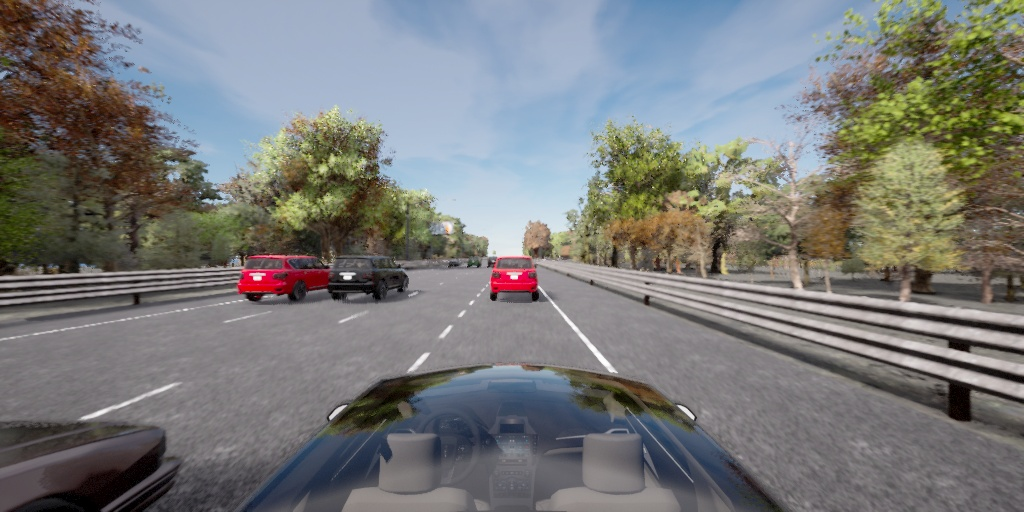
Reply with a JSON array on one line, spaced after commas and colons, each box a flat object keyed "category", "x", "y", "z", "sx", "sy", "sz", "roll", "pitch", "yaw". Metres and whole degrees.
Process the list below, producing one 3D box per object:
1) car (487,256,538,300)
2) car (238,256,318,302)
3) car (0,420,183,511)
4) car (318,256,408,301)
[{"category": "car", "x": 0.108, "y": 1.005, "z": 18.114, "sx": 2.150, "sy": 2.045, "sz": 5.566, "roll": 0, "pitch": 0, "yaw": 0}, {"category": "car", "x": -10.393, "y": 1.000, "z": 17.324, "sx": 2.150, "sy": 2.045, "sz": 5.566, "roll": 0, "pitch": 0, "yaw": 0}, {"category": "car", "x": -3.403, "y": 1.294, "z": 0.170, "sx": 2.033, "sy": 1.411, "sz": 5.357, "roll": 0, "pitch": 0, "yaw": 0}, {"category": "car", "x": -6.892, "y": 1.002, "z": 17.736, "sx": 2.150, "sy": 2.045, "sz": 5.566, "roll": 0, "pitch": 0, "yaw": 0}]
